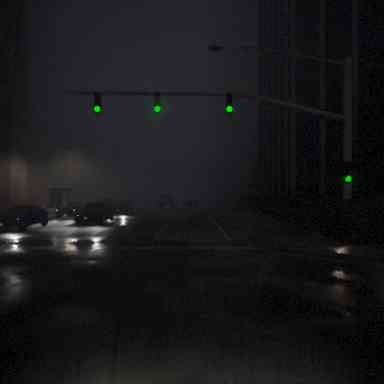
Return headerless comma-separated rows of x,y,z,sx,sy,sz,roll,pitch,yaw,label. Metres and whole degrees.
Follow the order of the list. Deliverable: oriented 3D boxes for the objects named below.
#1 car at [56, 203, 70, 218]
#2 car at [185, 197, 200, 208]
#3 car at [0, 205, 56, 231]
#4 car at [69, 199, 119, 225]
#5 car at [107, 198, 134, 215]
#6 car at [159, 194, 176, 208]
-10.565,1.614,29.961,1.895,1.301,4.718,0,0,0,car
0.023,1.529,47.523,1.837,1.490,4.892,0,0,0,car
-10.595,1.535,20.853,1.812,1.442,4.674,0,0,0,car
-7.083,1.516,24.614,1.837,1.490,4.892,0,0,0,car
-7.053,1.579,33.523,1.994,1.385,4.181,0,0,0,car
-3.488,1.245,47.388,2.150,2.045,5.566,0,0,0,car
